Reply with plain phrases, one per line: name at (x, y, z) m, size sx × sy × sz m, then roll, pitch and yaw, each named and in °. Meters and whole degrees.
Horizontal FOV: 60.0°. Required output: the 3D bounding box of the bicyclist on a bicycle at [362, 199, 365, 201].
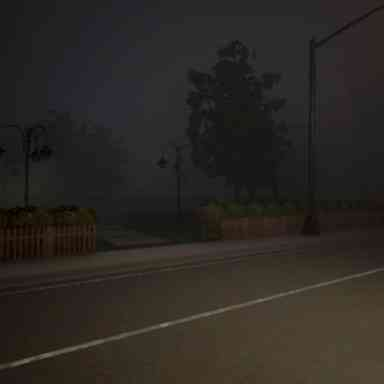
bicyclist on a bicycle at (24.973, 1.806, 48.448) m, size 1.656 × 1.620 × 0.582 m, roll 1°, pitch 0°, yaw -35°

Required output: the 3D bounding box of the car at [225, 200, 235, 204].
car at (7.953, 2.030, 60.053) m, size 1.895 × 1.301 × 4.718 m, roll 1°, pitch 0°, yaw -35°
